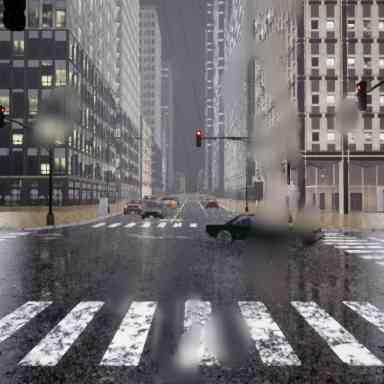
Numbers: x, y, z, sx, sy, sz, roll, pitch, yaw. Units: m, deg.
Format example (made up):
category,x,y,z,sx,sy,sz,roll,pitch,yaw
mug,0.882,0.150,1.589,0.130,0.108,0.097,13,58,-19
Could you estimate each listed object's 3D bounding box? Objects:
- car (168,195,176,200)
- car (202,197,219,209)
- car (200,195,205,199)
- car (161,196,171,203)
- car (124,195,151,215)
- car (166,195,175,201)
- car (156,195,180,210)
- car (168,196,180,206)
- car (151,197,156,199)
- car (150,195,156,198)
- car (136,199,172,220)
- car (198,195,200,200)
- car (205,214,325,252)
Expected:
category,x,y,z,sx,sy,sz,roll,pitch,yaw
car,-5.694,1.605,95.119,1.947,1.339,4.313,1,0,0
car,2.695,1.599,45.006,1.802,1.307,4.206,1,0,0
car,2.695,1.547,56.332,1.752,1.417,4.829,1,0,0
car,-5.689,1.573,72.818,1.887,1.381,4.507,1,0,0
car,-5.680,1.453,33.792,1.967,1.590,4.097,1,0,0
car,-5.692,1.587,89.544,2.008,1.369,4.403,1,0,0
car,-3.101,1.368,43.737,2.097,1.767,4.553,0,0,0
car,-3.074,1.527,57.045,1.837,1.490,4.892,0,0,0
car,-5.684,1.597,39.367,1.802,1.307,4.206,1,0,0
car,-5.680,1.332,44.943,2.192,1.841,5.009,1,0,0
car,-3.132,1.558,28.639,2.033,1.411,5.357,0,0,1
car,2.693,1.590,61.739,1.947,1.339,4.313,1,0,0
car,3.009,1.606,14.056,4.718,1.301,1.895,0,0,33
